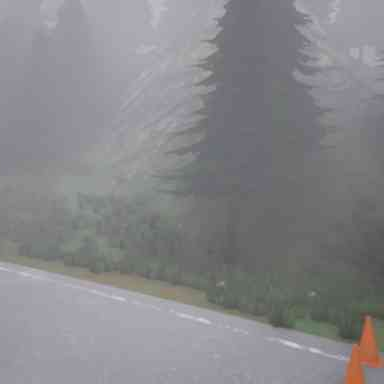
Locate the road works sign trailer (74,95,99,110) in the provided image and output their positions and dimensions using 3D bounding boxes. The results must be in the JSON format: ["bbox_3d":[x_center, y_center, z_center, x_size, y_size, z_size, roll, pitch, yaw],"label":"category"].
[{"bbox_3d":[-9.515,-9.011,28.638,2.380,3.560,2.880,5,16,39],"label":"road works sign trailer"}]
